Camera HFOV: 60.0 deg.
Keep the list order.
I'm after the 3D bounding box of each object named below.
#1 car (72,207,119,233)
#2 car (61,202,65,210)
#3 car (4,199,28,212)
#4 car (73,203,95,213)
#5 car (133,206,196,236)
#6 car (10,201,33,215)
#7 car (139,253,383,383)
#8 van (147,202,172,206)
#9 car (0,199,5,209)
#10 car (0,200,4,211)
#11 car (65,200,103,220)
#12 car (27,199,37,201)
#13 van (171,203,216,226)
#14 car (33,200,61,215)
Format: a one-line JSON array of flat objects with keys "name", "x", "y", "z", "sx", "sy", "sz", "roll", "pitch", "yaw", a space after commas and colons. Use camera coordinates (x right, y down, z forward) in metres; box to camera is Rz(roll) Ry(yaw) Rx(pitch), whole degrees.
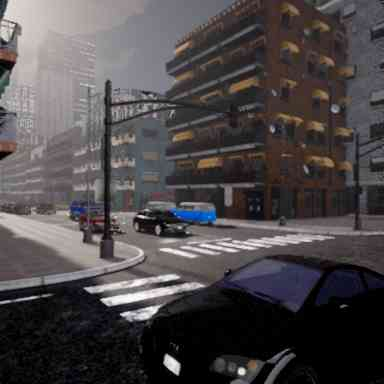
[{"name": "car", "x": -6.454, "y": 1.969, "z": 22.790, "sx": 1.802, "sy": 1.307, "sz": 4.206, "roll": 0, "pitch": -1, "yaw": -36}, {"name": "car", "x": -23.097, "y": 2.500, "z": 59.414, "sx": 1.752, "sy": 1.417, "sz": 4.829, "roll": 0, "pitch": -1, "yaw": -36}, {"name": "car", "x": -26.407, "y": 2.277, "z": 49.838, "sx": 1.967, "sy": 1.590, "sz": 4.097, "roll": 0, "pitch": -1, "yaw": -36}, {"name": "car", "x": -16.345, "y": 2.404, "z": 50.261, "sx": 1.802, "sy": 1.307, "sz": 4.206, "roll": 0, "pitch": -1, "yaw": -36}, {"name": "car", "x": -2.094, "y": 1.860, "z": 21.217, "sx": 1.837, "sy": 1.490, "sz": 4.892, "roll": 0, "pitch": -1, "yaw": -35}, {"name": "car", "x": -23.080, "y": 2.344, "z": 45.330, "sx": 1.802, "sy": 1.307, "sz": 4.206, "roll": 0, "pitch": -1, "yaw": -36}, {"name": "car", "x": 1.415, "y": 1.618, "z": 4.580, "sx": 4.181, "sy": 1.385, "sz": 1.994, "roll": 1, "pitch": -1, "yaw": -36}, {"name": "van", "x": -3.048, "y": 1.863, "z": 32.231, "sx": 1.690, "sy": 1.788, "sz": 3.998, "roll": 0, "pitch": -1, "yaw": -36}, {"name": "car", "x": -39.728, "y": 2.453, "z": 67.857, "sx": 2.192, "sy": 1.841, "sz": 5.009, "roll": 0, "pitch": -1, "yaw": -36}, {"name": "car", "x": -29.731, "y": 2.463, "z": 54.345, "sx": 2.008, "sy": 1.369, "sz": 4.403, "roll": 0, "pitch": -1, "yaw": -36}, {"name": "car", "x": -9.961, "y": 1.754, "z": 31.868, "sx": 2.150, "sy": 2.045, "sz": 5.566, "roll": 1, "pitch": -1, "yaw": -37}, {"name": "car", "x": -36.300, "y": 2.588, "z": 77.310, "sx": 2.192, "sy": 1.841, "sz": 5.009, "roll": 0, "pitch": -1, "yaw": -36}, {"name": "van", "x": 0.277, "y": 1.788, "z": 27.722, "sx": 1.690, "sy": 1.788, "sz": 3.998, "roll": 0, "pitch": -1, "yaw": -36}, {"name": "car", "x": -19.838, "y": 2.262, "z": 45.343, "sx": 1.837, "sy": 1.490, "sz": 4.892, "roll": 0, "pitch": -2, "yaw": -36}]
